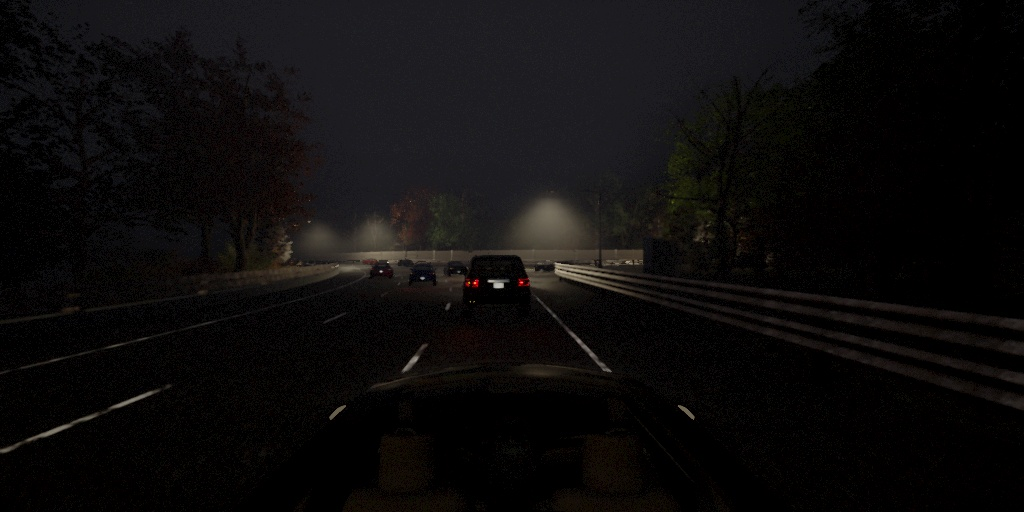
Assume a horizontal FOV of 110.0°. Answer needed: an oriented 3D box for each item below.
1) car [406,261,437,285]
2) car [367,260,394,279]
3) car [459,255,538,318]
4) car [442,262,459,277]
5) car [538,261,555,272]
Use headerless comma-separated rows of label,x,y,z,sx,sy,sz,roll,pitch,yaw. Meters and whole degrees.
car,-6.461,1.299,26.089,1.812,1.442,4.674,0,0,-13
car,-12.307,1.359,33.973,1.994,1.385,4.181,0,0,-18
car,-0.689,0.974,13.311,2.150,2.045,5.566,0,0,-6
car,-5.767,1.296,36.204,1.812,1.442,4.674,0,0,-18
car,4.591,1.333,44.895,1.895,1.301,4.718,0,0,29
